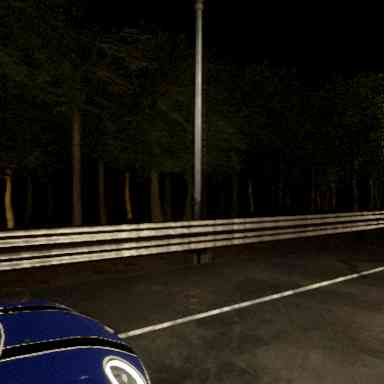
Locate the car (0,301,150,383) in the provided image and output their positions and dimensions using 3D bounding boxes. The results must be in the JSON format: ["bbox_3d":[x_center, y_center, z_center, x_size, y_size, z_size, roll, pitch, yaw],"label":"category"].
[{"bbox_3d":[-2.463,1.343,1.986,4.553,1.767,2.097,1,0,-36],"label":"car"}]
